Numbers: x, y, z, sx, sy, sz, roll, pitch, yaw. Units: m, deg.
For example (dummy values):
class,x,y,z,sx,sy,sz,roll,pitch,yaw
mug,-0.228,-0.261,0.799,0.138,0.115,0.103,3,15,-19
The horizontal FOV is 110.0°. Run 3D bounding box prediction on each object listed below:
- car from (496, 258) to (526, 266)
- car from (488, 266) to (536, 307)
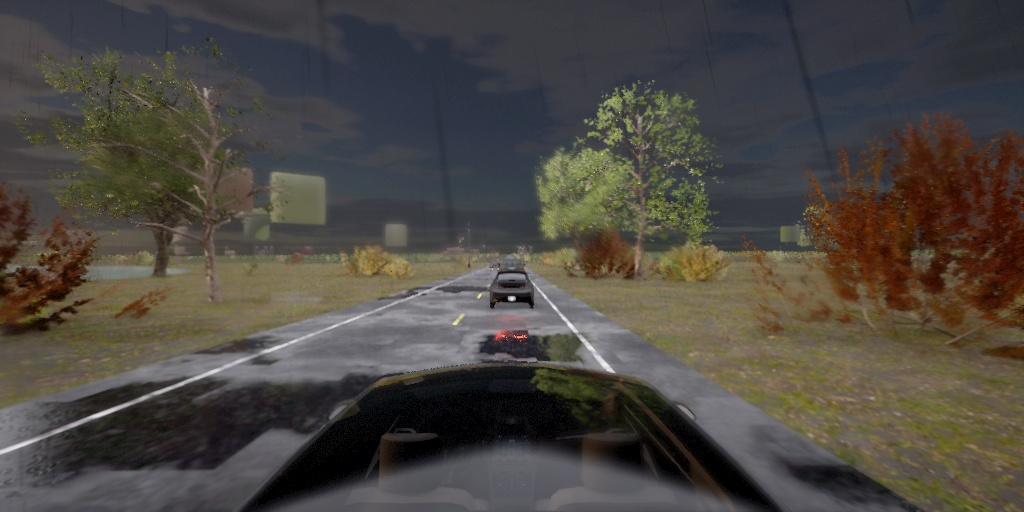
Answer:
class,x,y,z,sx,sy,sz,roll,pitch,yaw
car,-0.004,1.220,30.870,2.150,2.045,5.566,0,0,0
car,0.003,1.387,16.165,1.837,1.490,4.892,0,0,0
